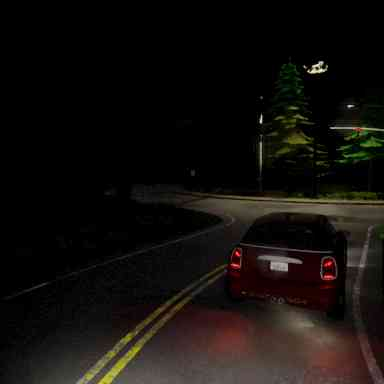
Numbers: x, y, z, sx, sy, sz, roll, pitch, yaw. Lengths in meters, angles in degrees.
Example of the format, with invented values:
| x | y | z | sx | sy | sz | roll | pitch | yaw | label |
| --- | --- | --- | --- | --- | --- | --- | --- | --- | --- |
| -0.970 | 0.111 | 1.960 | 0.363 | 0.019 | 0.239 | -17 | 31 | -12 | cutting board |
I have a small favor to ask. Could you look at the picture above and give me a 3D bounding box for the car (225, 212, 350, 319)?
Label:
| x | y | z | sx | sy | sz | roll | pitch | yaw | label |
| --- | --- | --- | --- | --- | --- | --- | --- | --- | --- |
| 2.398 | 1.239 | 7.627 | 2.097 | 1.767 | 4.553 | 2 | 2 | 25 | car |
